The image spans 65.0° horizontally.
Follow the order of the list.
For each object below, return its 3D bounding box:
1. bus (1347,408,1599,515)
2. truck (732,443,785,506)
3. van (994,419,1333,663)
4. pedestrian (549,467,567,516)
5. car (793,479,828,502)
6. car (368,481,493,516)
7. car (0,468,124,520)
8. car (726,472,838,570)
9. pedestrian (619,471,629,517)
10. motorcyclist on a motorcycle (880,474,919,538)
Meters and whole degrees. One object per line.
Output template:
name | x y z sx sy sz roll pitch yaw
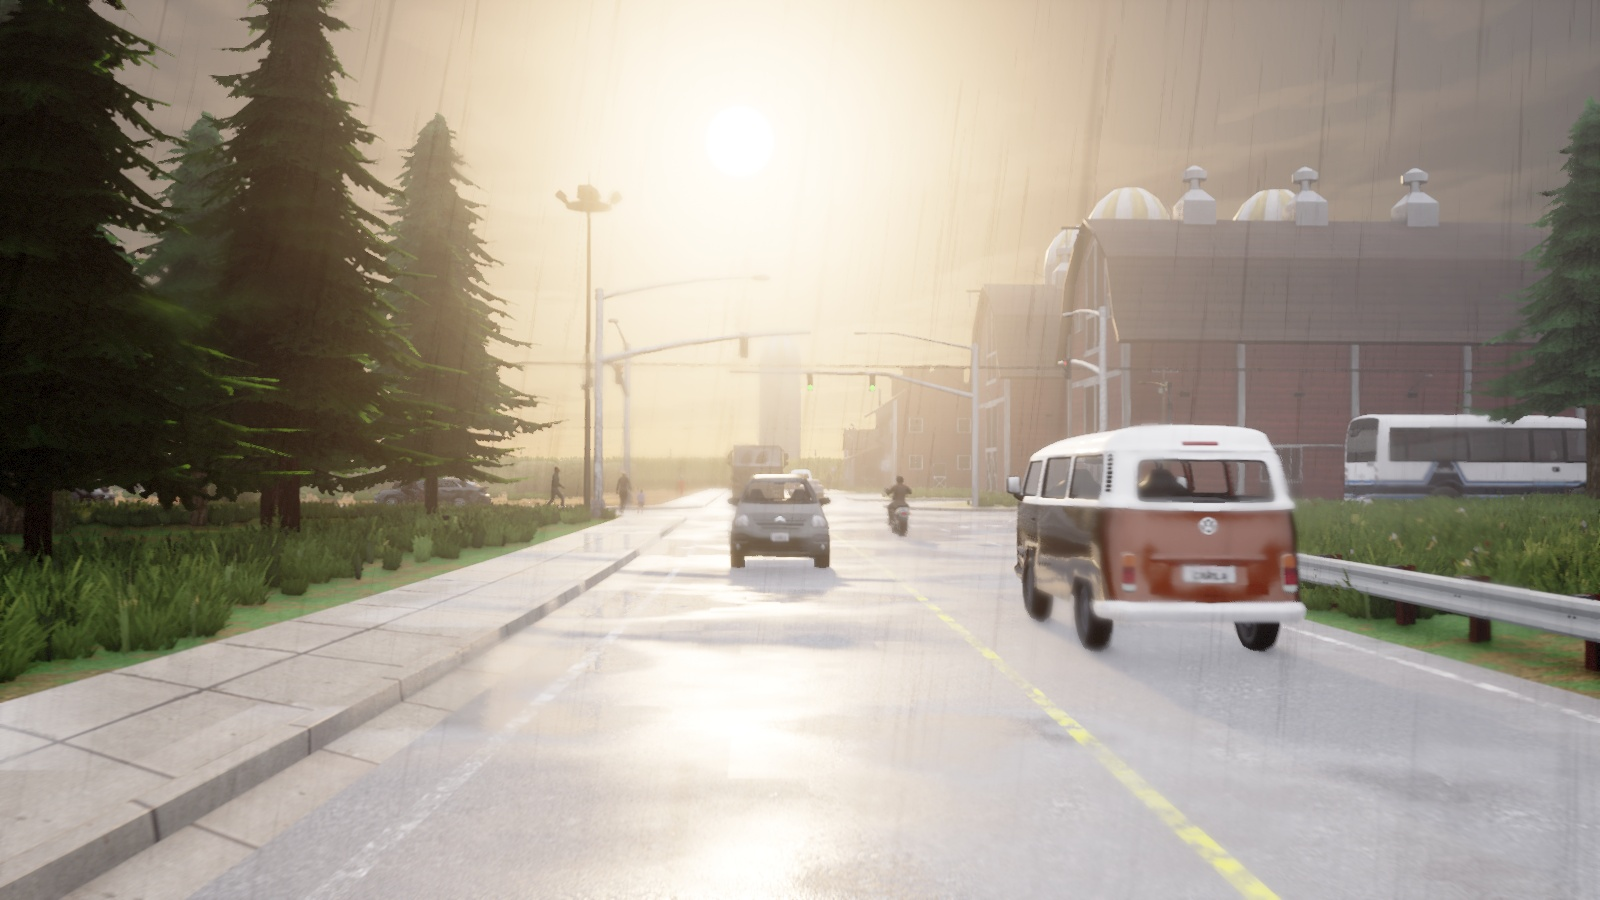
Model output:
bus | 28.753 0.478 52.189 10.273 4.253 3.944 0 -1 -1
truck | -2.459 1.422 73.368 2.891 3.462 7.936 0 -1 -2
van | 3.403 0.807 12.797 2.069 2.038 4.480 0 -1 -1
pedestrian | -9.199 1.567 47.788 0.614 1.847 0.353 0 -1 1
car | 0.641 2.653 83.177 2.033 1.411 5.357 0 -1 -2
car | -16.031 2.091 54.594 4.892 1.490 1.837 0 -1 -1
car | -30.705 1.782 50.775 5.566 2.045 2.150 0 -1 -1
car | -0.371 1.212 22.790 1.851 1.617 3.988 0 -1 -2
pedestrian | -7.048 1.753 50.333 0.331 1.846 0.634 0 -1 0
motorcyclist on a motorcycle | 2.679 1.492 33.991 0.766 1.649 2.350 0 -1 -2
